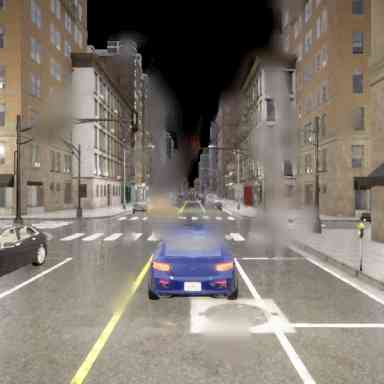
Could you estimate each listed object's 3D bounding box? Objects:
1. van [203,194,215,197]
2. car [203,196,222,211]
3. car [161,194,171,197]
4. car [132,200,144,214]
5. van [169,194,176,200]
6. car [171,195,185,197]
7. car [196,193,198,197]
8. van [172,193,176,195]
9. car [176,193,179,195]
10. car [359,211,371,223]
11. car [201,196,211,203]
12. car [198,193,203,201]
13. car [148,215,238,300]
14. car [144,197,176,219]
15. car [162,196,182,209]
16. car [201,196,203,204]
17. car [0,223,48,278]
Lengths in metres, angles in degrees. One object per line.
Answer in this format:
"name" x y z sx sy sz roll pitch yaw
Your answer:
"van" 2.756 1.335 46.477 1.690 1.788 3.998 0 0 0
"car" 2.741 1.545 41.071 2.008 1.369 4.403 0 0 0
"car" -5.268 1.433 57.308 1.967 1.590 4.097 0 0 0
"car" -5.301 1.546 35.683 2.008 1.369 4.403 0 0 0
"van" -5.219 1.330 89.745 1.690 1.788 3.998 0 0 0
"car" -2.687 1.593 58.517 1.895 1.301 4.718 0 0 0
"car" 2.888 1.533 95.133 1.887 1.381 4.507 0 0 0
"van" -5.235 1.331 78.933 1.690 1.788 3.998 0 0 0
"car" -5.227 1.305 84.339 2.192 1.841 5.009 0 0 0
"car" 15.127 1.636 23.996 5.357 1.411 2.033 0 0 0
"car" 2.814 1.557 68.102 1.947 1.339 4.313 0 0 0
"car" 2.800 1.307 62.696 2.192 1.841 5.009 0 0 0
"car" 0.039 1.525 8.247 1.812 1.442 4.674 0 0 1
"car" -2.778 1.475 29.629 1.882 1.535 5.008 0 0 0
"car" -2.738 1.559 44.891 1.994 1.385 4.181 0 0 0
"car" 2.770 1.575 51.883 1.802 1.307 4.206 0 0 0
"car" -5.365 1.550 8.808 2.008 1.369 4.403 0 0 0
